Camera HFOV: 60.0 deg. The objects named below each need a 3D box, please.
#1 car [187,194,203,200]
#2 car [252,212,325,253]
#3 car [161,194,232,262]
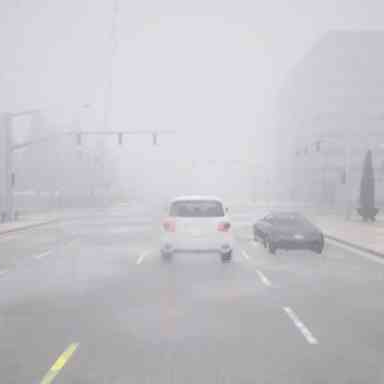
[{"bbox_3d":[0.735,1.135,80.845,1.895,1.301,4.718,0,0,31],"label":"car"},{"bbox_3d":[3.678,1.486,13.324,1.994,1.385,4.181,0,0,1],"label":"car"},{"bbox_3d":[0.158,1.150,11.955,2.150,2.045,5.566,0,0,1],"label":"car"}]
